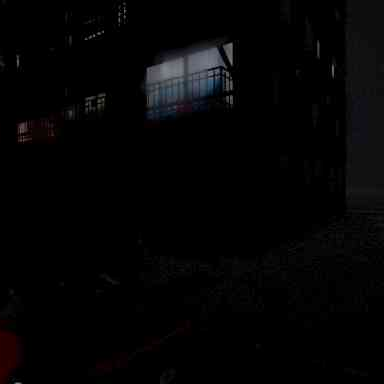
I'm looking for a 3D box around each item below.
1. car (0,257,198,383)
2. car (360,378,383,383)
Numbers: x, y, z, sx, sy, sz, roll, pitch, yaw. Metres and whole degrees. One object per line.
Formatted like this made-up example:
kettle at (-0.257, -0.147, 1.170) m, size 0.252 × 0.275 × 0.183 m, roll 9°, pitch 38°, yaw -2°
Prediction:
car at (-2.036, 1.545, 4.330) m, size 4.507 × 1.381 × 1.887 m, roll 0°, pitch 0°, yaw 36°
car at (2.551, 1.566, 1.055) m, size 4.313 × 1.339 × 1.947 m, roll 0°, pitch 0°, yaw 36°
